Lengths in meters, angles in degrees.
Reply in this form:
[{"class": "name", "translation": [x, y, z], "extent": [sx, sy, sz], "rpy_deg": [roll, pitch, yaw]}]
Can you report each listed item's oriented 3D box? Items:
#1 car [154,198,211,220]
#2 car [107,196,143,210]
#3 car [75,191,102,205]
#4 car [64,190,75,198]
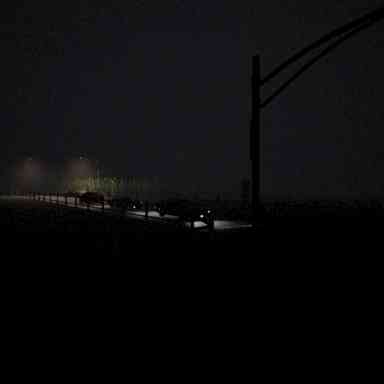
[{"class": "car", "translation": [-0.854, 1.180, 24.355], "extent": [2.033, 1.411, 5.357], "rpy_deg": [0, 1, -35]}, {"class": "car", "translation": [-6.586, 1.052, 32.610], "extent": [1.895, 1.301, 4.718], "rpy_deg": [0, 1, -35]}, {"class": "car", "translation": [-12.444, 0.744, 41.067], "extent": [1.882, 1.535, 5.008], "rpy_deg": [0, 1, -35]}, {"class": "car", "translation": [-22.508, 0.356, 62.019], "extent": [1.882, 1.535, 5.008], "rpy_deg": [0, 1, -35]}]
